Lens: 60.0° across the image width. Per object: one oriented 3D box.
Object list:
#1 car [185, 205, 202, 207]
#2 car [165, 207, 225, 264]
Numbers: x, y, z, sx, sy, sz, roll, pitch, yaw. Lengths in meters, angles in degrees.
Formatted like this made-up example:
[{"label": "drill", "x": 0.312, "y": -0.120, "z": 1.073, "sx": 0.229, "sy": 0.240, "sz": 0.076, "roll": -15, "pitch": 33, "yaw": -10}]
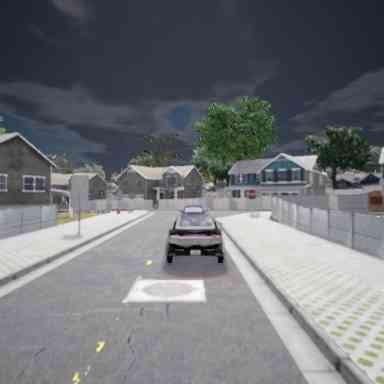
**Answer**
[{"label": "car", "x": 0.099, "y": 1.591, "z": 22.258, "sx": 1.812, "sy": 1.442, "sz": 4.674, "roll": 0, "pitch": 0, "yaw": 0}, {"label": "car", "x": 0.102, "y": 1.527, "z": 11.960, "sx": 2.128, "sy": 1.511, "sz": 4.902, "roll": 0, "pitch": 0, "yaw": 0}]
